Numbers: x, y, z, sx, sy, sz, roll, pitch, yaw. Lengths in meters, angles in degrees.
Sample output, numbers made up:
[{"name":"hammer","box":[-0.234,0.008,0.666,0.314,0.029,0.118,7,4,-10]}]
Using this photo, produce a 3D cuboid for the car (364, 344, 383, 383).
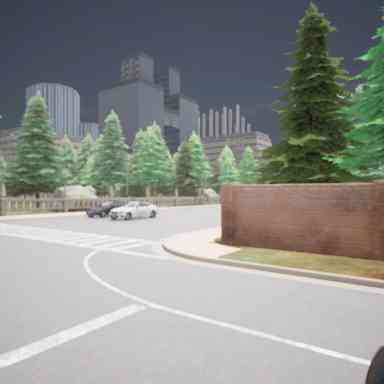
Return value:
[{"name":"car","box":[3.459,1.505,1.493,4.892,1.490,1.837,0,0,36]}]

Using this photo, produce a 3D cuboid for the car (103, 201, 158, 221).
[{"name":"car","box":[-4.748,1.527,27.690,1.812,1.442,4.674,0,0,35]}]

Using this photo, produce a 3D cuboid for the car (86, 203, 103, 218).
[{"name":"car","box":[-7.329,1.527,30.102,1.812,1.442,4.674,0,0,35]}]
